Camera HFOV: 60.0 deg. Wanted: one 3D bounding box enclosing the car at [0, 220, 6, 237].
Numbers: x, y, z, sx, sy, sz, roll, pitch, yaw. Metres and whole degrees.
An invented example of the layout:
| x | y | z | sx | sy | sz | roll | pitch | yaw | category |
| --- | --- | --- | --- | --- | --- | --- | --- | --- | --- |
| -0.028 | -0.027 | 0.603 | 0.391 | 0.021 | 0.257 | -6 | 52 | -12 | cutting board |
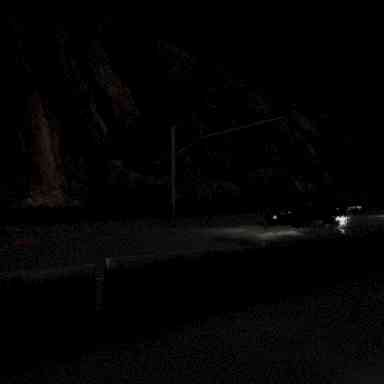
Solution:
| x | y | z | sx | sy | sz | roll | pitch | yaw | category |
| --- | --- | --- | --- | --- | --- | --- | --- | --- | --- |
| -10.689 | 1.547 | 13.563 | 5.357 | 1.411 | 2.033 | 0 | 0 | -35 | car |

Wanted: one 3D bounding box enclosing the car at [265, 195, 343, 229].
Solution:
| x | y | z | sx | sy | sz | roll | pitch | yaw | category |
| --- | --- | --- | --- | --- | --- | --- | --- | --- | --- |
| 7.375 | 1.212 | 22.213 | 5.566 | 2.045 | 2.150 | 0 | 0 | -36 | car |

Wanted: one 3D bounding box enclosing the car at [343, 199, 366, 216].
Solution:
| x | y | z | sx | sy | sz | roll | pitch | yaw | category |
| --- | --- | --- | --- | --- | --- | --- | --- | --- | --- |
| 14.861 | 1.443 | 31.938 | 4.892 | 1.490 | 1.837 | 0 | 0 | -36 | car |
